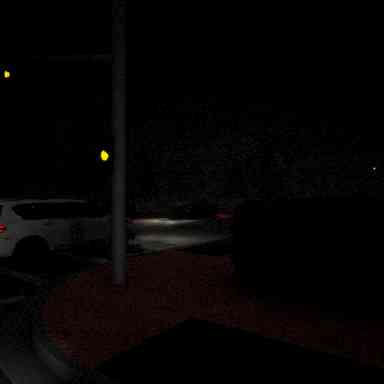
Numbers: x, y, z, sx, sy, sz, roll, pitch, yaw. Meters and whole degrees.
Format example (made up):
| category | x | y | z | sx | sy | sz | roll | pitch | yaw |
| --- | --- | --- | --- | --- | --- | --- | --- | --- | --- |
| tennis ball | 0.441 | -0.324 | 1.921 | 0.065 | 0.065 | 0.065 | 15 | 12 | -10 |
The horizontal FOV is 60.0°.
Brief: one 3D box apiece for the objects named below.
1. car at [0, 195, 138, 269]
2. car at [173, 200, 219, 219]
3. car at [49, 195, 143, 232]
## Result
| category | x | y | z | sx | sy | sz | roll | pitch | yaw |
| --- | --- | --- | --- | --- | --- | --- | --- | --- | --- |
| car | -4.543 | 1.221 | 11.570 | 2.150 | 2.045 | 5.566 | 0 | 0 | 38 |
| car | 0.393 | 1.478 | 29.389 | 1.882 | 1.535 | 5.008 | 0 | 0 | 39 |
| car | -5.968 | 1.221 | 21.371 | 2.150 | 2.045 | 5.566 | 0 | 0 | 38 |
